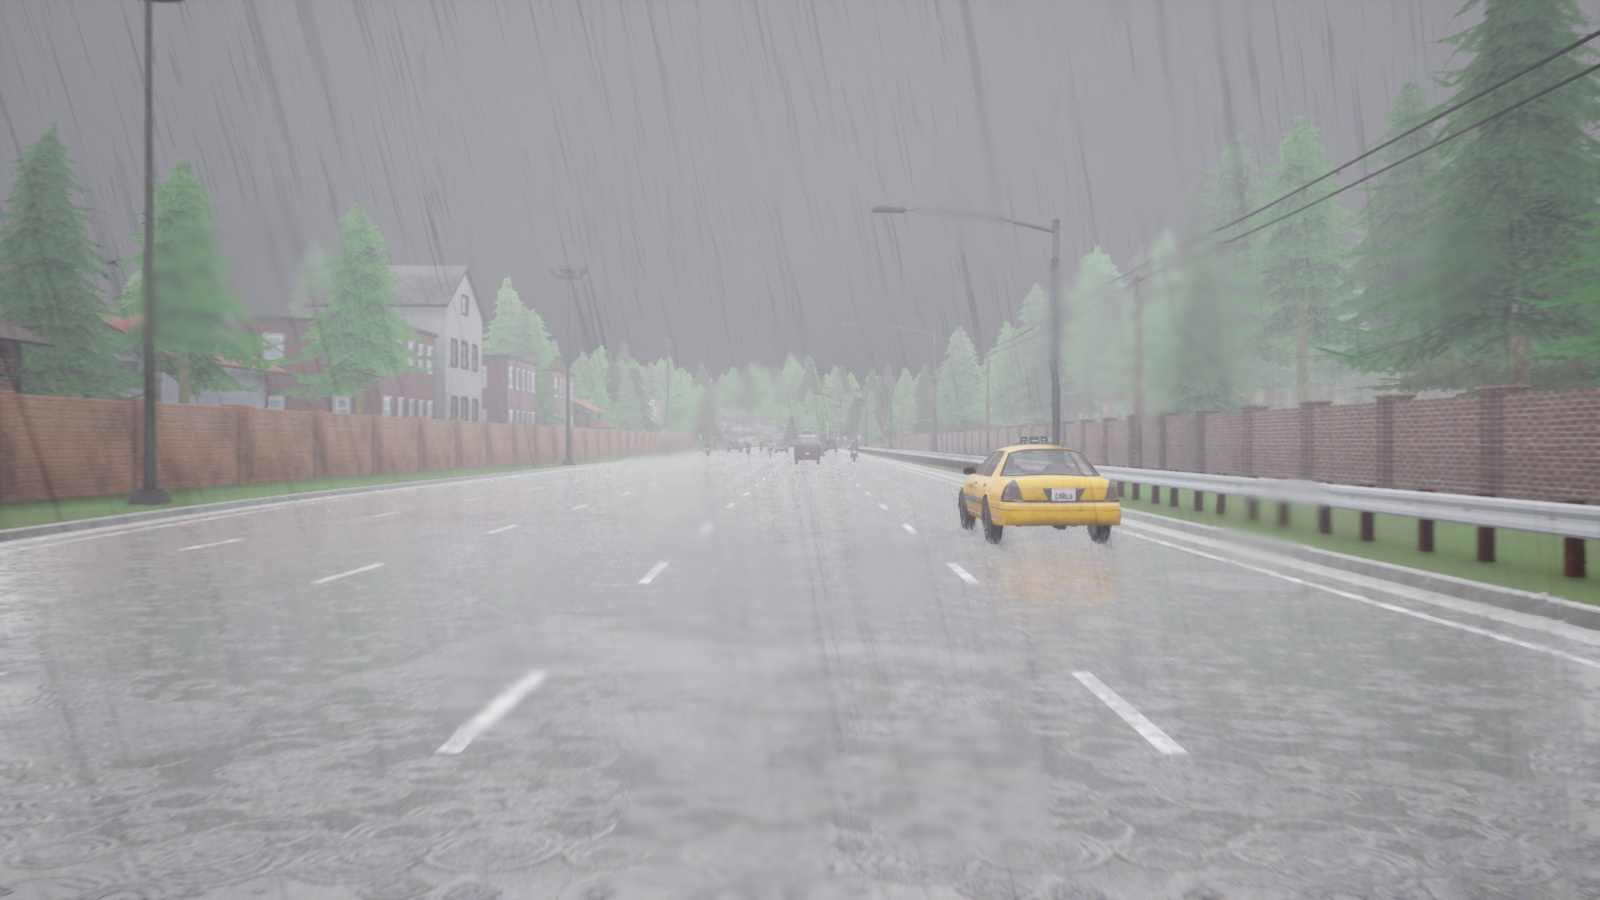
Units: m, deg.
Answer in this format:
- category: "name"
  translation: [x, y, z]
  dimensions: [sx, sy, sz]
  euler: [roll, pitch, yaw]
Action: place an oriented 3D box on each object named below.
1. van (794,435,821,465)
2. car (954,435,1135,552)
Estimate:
- category: "van"
  translation: [0.491, -0.024, 84.102]
  dimensions: [1.775, 1.987, 4.442]
  euler: [0, 0, 0]
- category: "car"
  translation: [3.626, 0.566, 19.611]
  dimensions: [1.801, 1.575, 5.366]
  euler: [0, 0, 0]
